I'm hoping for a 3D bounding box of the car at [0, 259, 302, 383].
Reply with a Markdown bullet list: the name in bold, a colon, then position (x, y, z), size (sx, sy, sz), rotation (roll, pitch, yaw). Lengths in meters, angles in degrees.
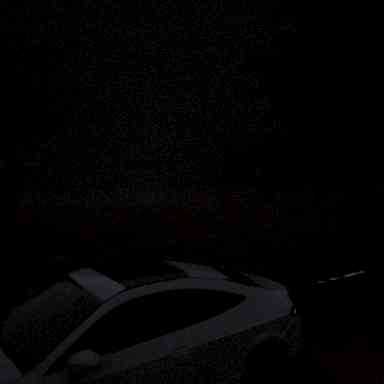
- **car**: position (-0.811, 1.522, 3.376), size (4.674, 1.442, 1.812), rotation (0, 0, -35)
